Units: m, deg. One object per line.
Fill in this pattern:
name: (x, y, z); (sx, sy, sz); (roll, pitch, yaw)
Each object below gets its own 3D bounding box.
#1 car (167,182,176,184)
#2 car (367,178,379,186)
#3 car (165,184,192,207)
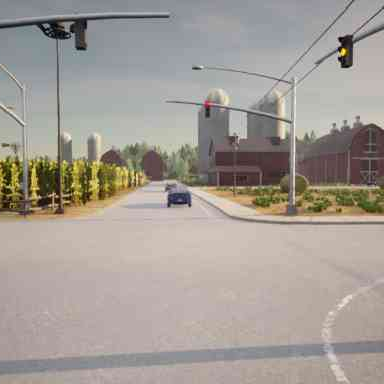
car: (-3.326, -0.797, 52.803); (2.128, 1.511, 4.902); (0, 3, -5)
car: (42.392, -2.310, 77.481); (1.905, 1.878, 3.866); (10, 10, 41)
car: (-1.104, 0.354, 27.571); (1.882, 1.535, 5.008); (0, 3, -4)
